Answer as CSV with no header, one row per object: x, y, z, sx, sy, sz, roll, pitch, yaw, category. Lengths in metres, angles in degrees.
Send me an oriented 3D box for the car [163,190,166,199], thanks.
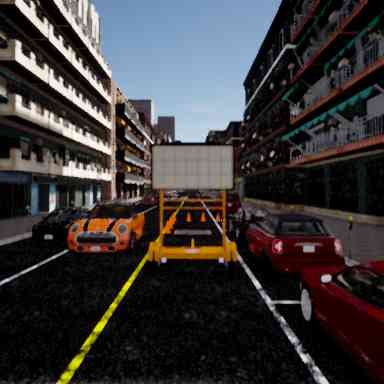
-5.581,0.715,49.123,2.192,1.841,5.009,0,1,0,car

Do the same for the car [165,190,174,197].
-5.506,0.420,82.939,1.967,1.590,4.097,0,1,0,car

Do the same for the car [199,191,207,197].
2.886,0.454,88.554,1.887,1.381,4.507,0,1,0,car

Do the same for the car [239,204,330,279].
2.712,1.323,9.650,1.967,1.590,4.097,0,1,0,car

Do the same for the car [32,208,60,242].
-5.657,1.380,15.308,1.947,1.339,4.313,0,1,0,car

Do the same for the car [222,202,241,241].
2.725,1.365,15.286,2.008,1.369,4.403,0,1,0,car

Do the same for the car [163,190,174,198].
-5.518,0.365,77.302,2.192,1.841,5.009,0,1,0,car

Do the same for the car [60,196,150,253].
-3.073,1.196,12.860,2.097,1.767,4.553,0,1,0,car

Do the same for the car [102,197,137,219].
-5.632,1.205,26.410,1.752,1.417,4.829,0,1,0,car

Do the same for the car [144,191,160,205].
-5.594,0.910,43.488,1.967,1.590,4.097,0,1,0,car

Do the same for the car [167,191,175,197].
-5.494,0.454,88.577,1.887,1.381,4.507,0,1,0,car

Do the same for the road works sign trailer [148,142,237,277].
0.021,0.345,9.776,2.380,3.560,2.880,0,1,0,road works sign trailer

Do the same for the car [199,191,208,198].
2.862,0.573,77.452,1.752,1.417,4.829,0,1,0,car

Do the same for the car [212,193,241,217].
2.751,0.992,26.556,2.192,1.841,5.009,0,1,0,car

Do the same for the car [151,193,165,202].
-5.570,0.912,54.762,1.802,1.307,4.206,0,1,0,car

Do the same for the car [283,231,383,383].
2.700,1.495,4.015,1.887,1.381,4.507,0,1,0,car

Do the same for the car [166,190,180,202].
-2.964,0.834,53.714,2.128,1.511,4.902,0,1,0,car
